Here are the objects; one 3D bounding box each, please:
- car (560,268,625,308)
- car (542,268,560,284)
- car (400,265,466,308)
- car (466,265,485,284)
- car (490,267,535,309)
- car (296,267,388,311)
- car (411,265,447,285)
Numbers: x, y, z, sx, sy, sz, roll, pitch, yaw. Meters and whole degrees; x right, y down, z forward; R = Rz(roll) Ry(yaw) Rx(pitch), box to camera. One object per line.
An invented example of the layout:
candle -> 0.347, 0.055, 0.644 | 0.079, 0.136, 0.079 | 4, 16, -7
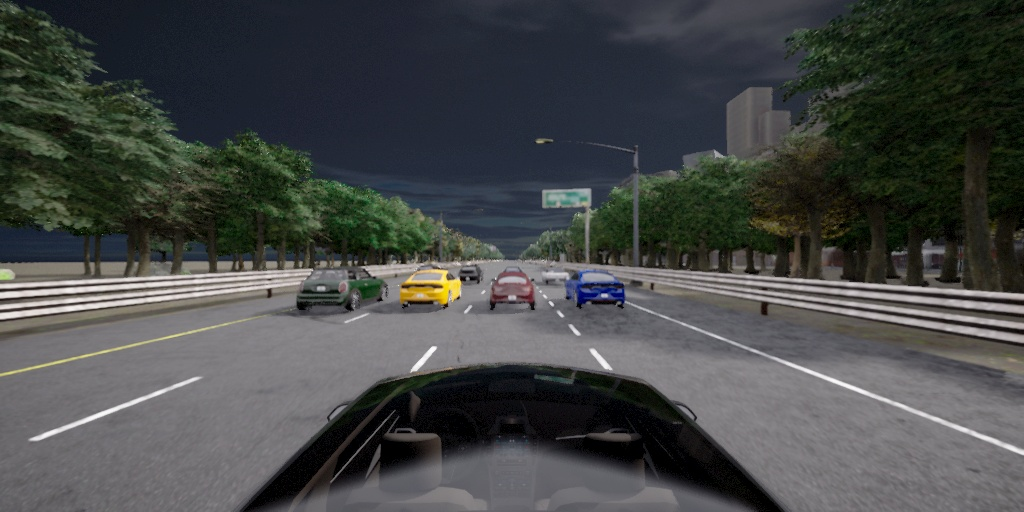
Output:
car -> 3.542, 1.367, 16.052 | 1.882, 1.535, 5.008 | 0, 0, 1
car -> 3.563, 1.619, 30.037 | 1.895, 1.301, 4.718 | 0, 0, 1
car -> -3.458, 1.367, 16.058 | 1.882, 1.535, 5.008 | 0, 0, 1
car -> -3.431, 1.527, 30.323 | 1.837, 1.490, 4.892 | 0, 0, 1
car -> 0.039, 1.412, 15.718 | 1.812, 1.442, 4.674 | 0, 0, 1
car -> -6.966, 1.233, 15.251 | 2.097, 1.767, 4.553 | 0, -1, 1
car -> -6.932, 1.527, 30.316 | 1.837, 1.490, 4.892 | 0, 0, 1
